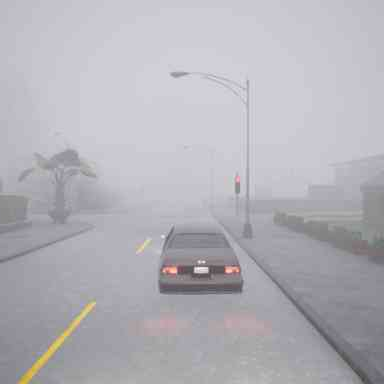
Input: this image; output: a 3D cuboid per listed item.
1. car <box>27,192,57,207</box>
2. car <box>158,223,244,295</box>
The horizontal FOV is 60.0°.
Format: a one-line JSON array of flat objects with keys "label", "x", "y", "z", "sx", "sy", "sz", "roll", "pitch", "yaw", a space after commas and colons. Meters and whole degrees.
[{"label": "car", "x": -19.782, "y": 0.986, "z": 43.806, "sx": 1.905, "sy": 1.878, "sz": 3.866, "roll": 0, "pitch": 0, "yaw": 35}, {"label": "car", "x": 0.109, "y": 1.547, "z": 8.902, "sx": 2.033, "sy": 1.411, "sz": 5.357, "roll": 0, "pitch": 0, "yaw": -2}]
